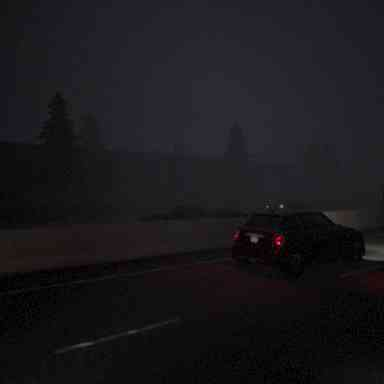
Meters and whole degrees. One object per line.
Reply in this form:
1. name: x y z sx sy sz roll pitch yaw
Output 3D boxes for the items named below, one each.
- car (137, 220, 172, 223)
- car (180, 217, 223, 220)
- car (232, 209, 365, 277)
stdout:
1. car: -0.967 1.476 20.498 5.008 1.535 1.882 0 0 -35
2. car: 1.444 1.562 17.918 4.181 1.385 1.994 0 0 -35
3. car: 3.473 1.351 10.525 4.553 1.767 2.097 0 0 -35
